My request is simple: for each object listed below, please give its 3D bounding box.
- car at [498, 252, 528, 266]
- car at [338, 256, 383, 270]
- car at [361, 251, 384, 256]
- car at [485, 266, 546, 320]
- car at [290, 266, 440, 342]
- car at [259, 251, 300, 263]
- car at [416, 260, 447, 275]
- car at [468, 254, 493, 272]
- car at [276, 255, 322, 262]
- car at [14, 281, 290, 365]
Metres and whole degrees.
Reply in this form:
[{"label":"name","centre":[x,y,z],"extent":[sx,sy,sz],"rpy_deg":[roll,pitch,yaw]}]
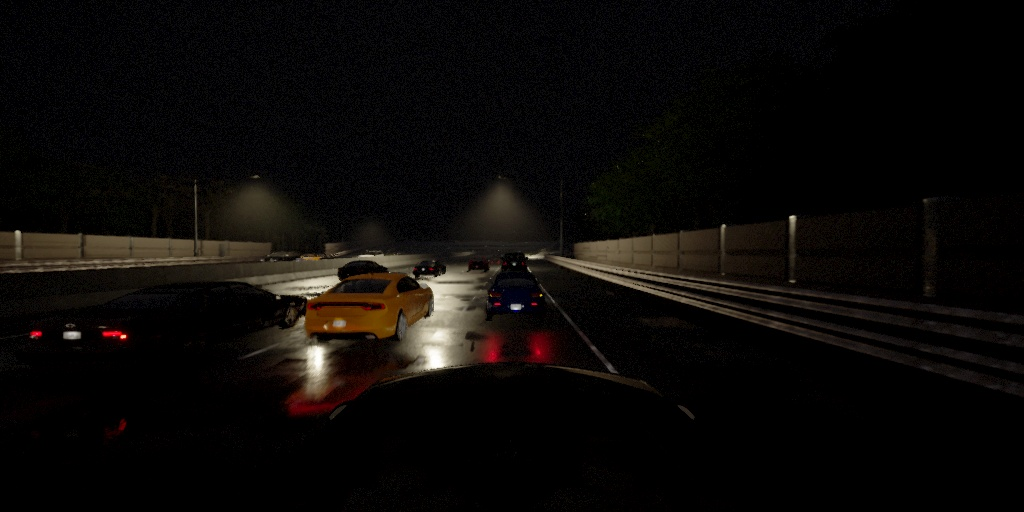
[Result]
[{"label":"car","centre":[0.207,0.674,30.972],"extent":[2.150,2.045,5.566],"rpy_deg":[0,1,1]},{"label":"car","centre":[-10.336,1.034,25.192],"extent":[1.882,1.535,5.008],"rpy_deg":[0,1,0]},{"label":"car","centre":[-20.739,0.249,52.969],"extent":[2.150,2.045,5.566],"rpy_deg":[0,1,1]},{"label":"car","centre":[0.117,1.235,12.329],"extent":[1.812,1.442,4.674],"rpy_deg":[0,0,0]},{"label":"car","centre":[-3.491,1.205,9.743],"extent":[1.882,1.535,5.008],"rpy_deg":[0,0,0]},{"label":"car","centre":[-27.886,0.433,43.525],"extent":[2.150,2.045,5.566],"rpy_deg":[0,1,1]},{"label":"car","centre":[-6.811,1.017,30.085],"extent":[2.033,1.411,5.357],"rpy_deg":[0,1,0]},{"label":"car","centre":[-3.365,0.812,37.016],"extent":[1.882,1.535,5.008],"rpy_deg":[0,1,0]},{"label":"car","centre":[-24.412,0.850,41.416],"extent":[1.895,1.301,4.718],"rpy_deg":[0,1,1]},{"label":"car","centre":[-6.893,1.281,8.131],"extent":[2.033,1.411,5.357],"rpy_deg":[0,0,0]}]
